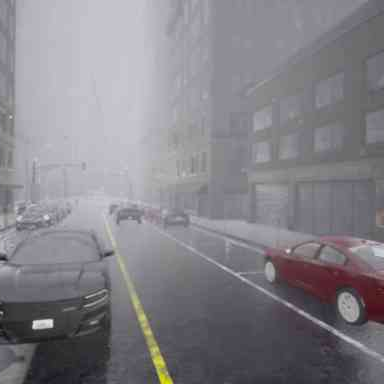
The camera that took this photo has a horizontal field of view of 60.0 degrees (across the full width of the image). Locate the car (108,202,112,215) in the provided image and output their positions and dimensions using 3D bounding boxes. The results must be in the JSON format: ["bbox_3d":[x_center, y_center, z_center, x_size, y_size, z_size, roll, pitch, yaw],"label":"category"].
[{"bbox_3d":[-8.077,1.685,36.317,1.882,1.535,5.008,1,0,-16],"label":"car"}]

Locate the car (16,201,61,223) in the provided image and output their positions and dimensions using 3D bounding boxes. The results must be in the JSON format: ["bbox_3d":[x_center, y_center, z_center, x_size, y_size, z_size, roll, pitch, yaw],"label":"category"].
[{"bbox_3d":[-9.615,1.504,20.767,1.967,1.590,4.097,0,0,-16],"label":"car"}]

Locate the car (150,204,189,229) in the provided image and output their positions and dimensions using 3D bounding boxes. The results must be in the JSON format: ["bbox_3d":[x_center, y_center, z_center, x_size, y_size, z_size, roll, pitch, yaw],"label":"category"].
[{"bbox_3d":[-1.428,1.735,23.142,1.947,1.339,4.313,0,0,-16],"label":"car"}]

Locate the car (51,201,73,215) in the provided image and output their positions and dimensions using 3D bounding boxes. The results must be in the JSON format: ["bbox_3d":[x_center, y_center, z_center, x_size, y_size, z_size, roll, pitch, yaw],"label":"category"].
[{"bbox_3d":[-14.218,1.691,36.628,1.887,1.381,4.507,0,0,-16],"label":"car"}]

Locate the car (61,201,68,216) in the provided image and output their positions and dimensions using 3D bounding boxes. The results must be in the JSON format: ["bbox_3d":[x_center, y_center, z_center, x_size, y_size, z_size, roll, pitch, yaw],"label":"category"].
[{"bbox_3d":[-11.150,1.657,26.053,1.947,1.339,4.313,0,0,-16],"label":"car"}]

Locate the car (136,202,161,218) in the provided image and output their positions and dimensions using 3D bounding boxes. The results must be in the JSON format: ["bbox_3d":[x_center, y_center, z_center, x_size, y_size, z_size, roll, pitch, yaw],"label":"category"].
[{"bbox_3d":[-4.497,1.768,33.715,1.887,1.381,4.507,0,0,-16],"label":"car"}]

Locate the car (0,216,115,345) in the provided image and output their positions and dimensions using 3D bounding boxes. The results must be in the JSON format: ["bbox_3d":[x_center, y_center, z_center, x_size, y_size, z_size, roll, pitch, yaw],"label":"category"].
[{"bbox_3d":[-2.688,1.504,6.841,1.882,1.535,5.008,1,0,-16],"label":"car"}]

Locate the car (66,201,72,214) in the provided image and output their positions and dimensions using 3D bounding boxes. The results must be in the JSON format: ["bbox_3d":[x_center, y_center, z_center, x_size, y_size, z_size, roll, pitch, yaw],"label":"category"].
[{"bbox_3d":[-12.684,1.669,31.341,2.008,1.369,4.403,0,0,-16],"label":"car"}]

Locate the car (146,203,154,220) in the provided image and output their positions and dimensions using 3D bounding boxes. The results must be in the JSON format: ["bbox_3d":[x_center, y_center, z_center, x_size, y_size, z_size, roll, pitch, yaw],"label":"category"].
[{"bbox_3d":[-2.962,1.741,28.428,1.887,1.381,4.507,0,0,-16],"label":"car"}]

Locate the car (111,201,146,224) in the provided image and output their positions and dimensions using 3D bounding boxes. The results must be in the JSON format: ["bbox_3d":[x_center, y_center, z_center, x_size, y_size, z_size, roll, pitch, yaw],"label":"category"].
[{"bbox_3d":[-5.107,1.659,26.182,1.837,1.490,4.892,1,-1,-16],"label":"car"}]

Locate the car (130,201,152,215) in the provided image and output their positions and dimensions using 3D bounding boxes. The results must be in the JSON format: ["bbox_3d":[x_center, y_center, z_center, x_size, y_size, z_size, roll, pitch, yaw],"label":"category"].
[{"bbox_3d":[-6.031,1.795,39.003,1.887,1.381,4.507,0,0,-16],"label":"car"}]

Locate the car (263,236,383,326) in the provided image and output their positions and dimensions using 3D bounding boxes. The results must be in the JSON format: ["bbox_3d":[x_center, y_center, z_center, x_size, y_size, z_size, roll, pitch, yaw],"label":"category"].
[{"bbox_3d":[3.174,1.636,7.281,1.887,1.381,4.507,0,0,-16],"label":"car"}]
